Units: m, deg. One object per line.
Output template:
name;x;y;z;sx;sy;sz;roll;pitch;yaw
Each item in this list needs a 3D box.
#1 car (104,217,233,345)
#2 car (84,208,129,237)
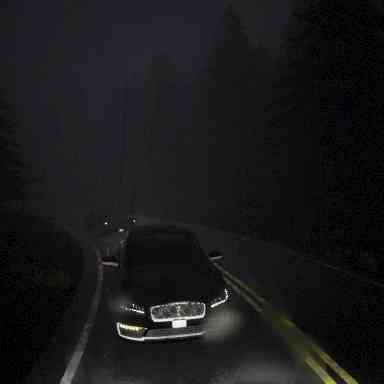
car;-0.642;1.494;6.784;1.837;1.490;4.892;-1;0;-11
car;-4.619;1.610;18.519;1.895;1.301;4.718;-3;1;-29
